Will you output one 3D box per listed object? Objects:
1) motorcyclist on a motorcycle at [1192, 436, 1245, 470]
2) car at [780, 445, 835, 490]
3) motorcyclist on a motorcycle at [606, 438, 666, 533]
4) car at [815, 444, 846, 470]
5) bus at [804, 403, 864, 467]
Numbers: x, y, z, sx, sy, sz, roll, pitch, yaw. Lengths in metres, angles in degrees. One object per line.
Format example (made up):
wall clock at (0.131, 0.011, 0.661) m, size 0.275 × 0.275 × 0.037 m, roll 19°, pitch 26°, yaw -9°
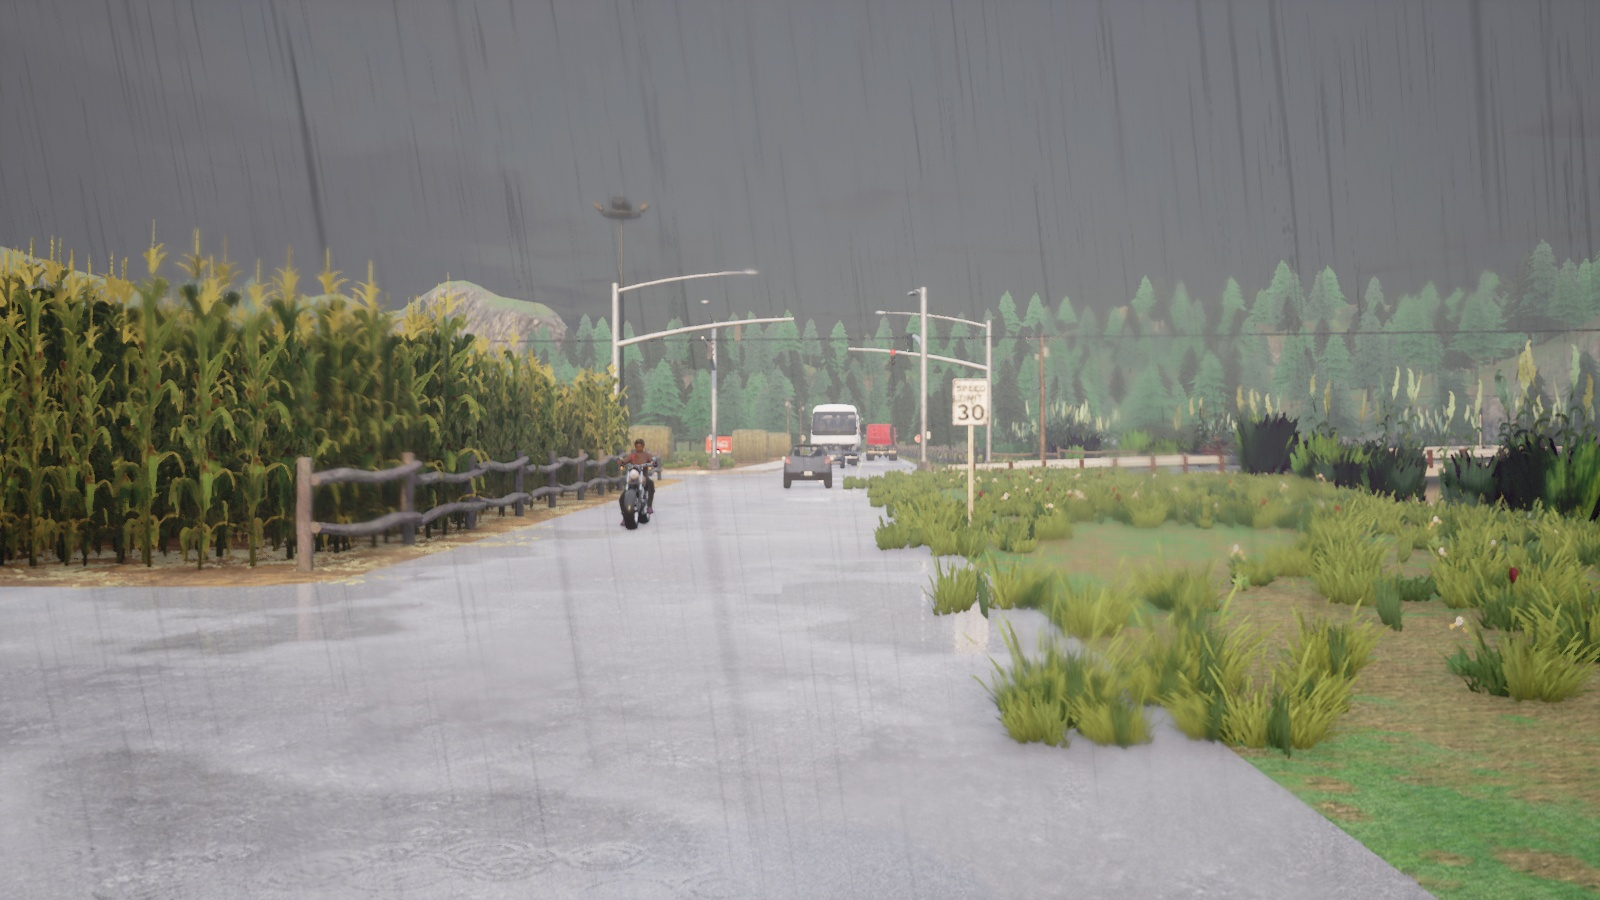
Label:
motorcyclist on a motorcycle at (19.772, 0.144, 59.417) m, size 2.191 × 1.530 × 0.866 m, roll -2°, pitch 0°, yaw 6°
car at (0.269, 0.587, 43.728) m, size 1.845 × 1.501 × 3.633 m, roll 0°, pitch 0°, yaw 0°
motorcyclist on a motorcycle at (-2.952, 0.604, 22.862) m, size 0.766 × 1.649 × 2.350 m, roll 0°, pitch 0°, yaw 0°
car at (1.881, 0.388, 76.542) m, size 1.789 × 1.549 × 3.705 m, roll 0°, pitch 0°, yaw 3°
bus at (2.547, -1.016, 88.825) m, size 3.944 × 4.253 × 10.273 m, roll 0°, pitch 0°, yaw 3°
